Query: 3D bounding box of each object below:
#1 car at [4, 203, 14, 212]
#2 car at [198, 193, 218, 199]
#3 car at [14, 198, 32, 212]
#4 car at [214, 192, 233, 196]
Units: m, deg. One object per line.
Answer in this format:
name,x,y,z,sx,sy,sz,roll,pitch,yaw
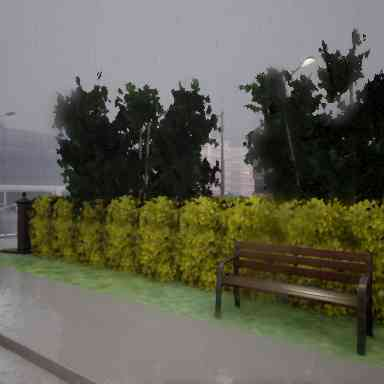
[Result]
car,-18.874,1.479,38.046,1.812,1.442,4.674,0,0,35
car,3.392,0.819,69.588,1.895,1.301,4.718,0,1,35
car,-16.119,1.553,35.897,1.895,1.301,4.718,0,0,36
car,7.027,0.686,68.681,1.882,1.535,5.008,0,0,35
